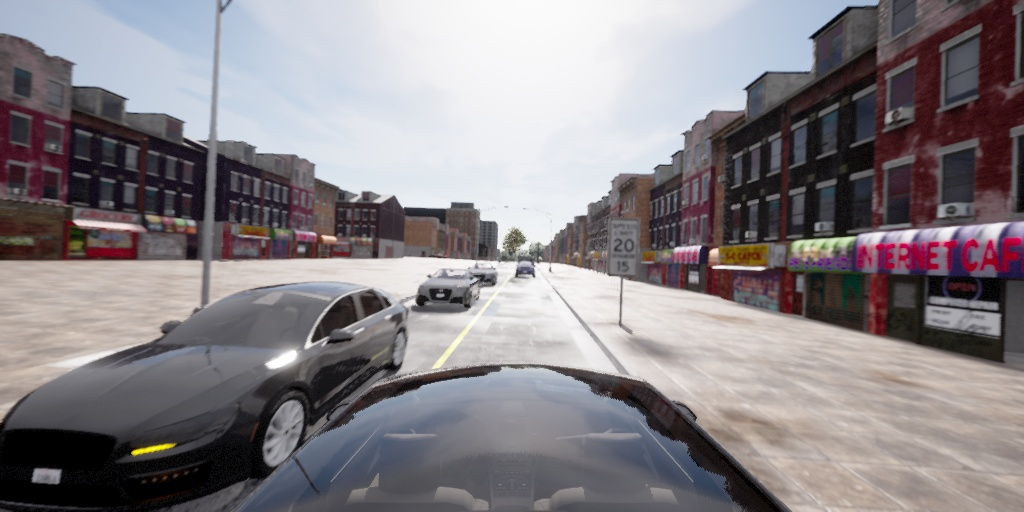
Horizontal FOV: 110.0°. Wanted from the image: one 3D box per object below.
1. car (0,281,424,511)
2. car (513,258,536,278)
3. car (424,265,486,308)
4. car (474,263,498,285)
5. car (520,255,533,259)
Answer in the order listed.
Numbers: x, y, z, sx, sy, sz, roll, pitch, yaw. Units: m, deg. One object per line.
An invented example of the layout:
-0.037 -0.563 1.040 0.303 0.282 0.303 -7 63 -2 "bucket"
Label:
-2.829 1.138 4.689 1.837 1.490 4.892 2 0 2 "car"
1.286 1.253 34.346 1.812 1.442 4.674 2 0 3 "car"
-2.430 1.193 14.552 1.994 1.385 4.181 2 0 2 "car"
-2.021 1.186 24.500 1.994 1.385 4.181 2 0 1 "car"
1.916 0.930 49.259 2.150 2.045 5.566 2 0 3 "car"
